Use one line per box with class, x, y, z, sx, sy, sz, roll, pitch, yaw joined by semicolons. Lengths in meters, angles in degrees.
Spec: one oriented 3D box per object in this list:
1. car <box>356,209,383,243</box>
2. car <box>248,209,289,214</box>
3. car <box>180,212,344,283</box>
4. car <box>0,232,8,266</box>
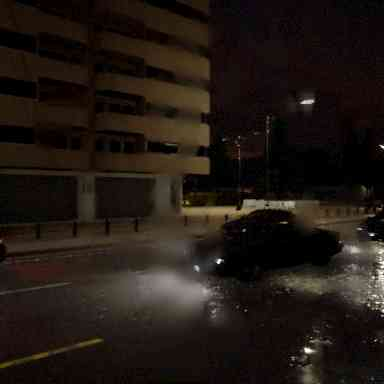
car;9.266;1.484;14.853;4.892;1.490;1.837;0;0;-35
car;3.316;1.505;14.928;4.674;1.442;1.812;0;0;-35
car;2.318;1.534;9.862;5.357;1.411;2.033;0;0;-35
car;-7.004;1.481;7.597;4.902;1.511;2.128;0;0;-35
